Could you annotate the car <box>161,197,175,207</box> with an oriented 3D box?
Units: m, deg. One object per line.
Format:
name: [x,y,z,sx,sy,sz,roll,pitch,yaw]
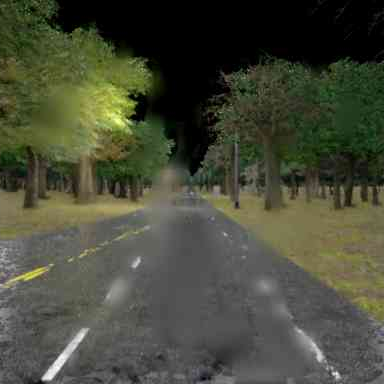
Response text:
car: [-3.482,1.439,49.716,2.033,1.411,5.357,0,0,0]
